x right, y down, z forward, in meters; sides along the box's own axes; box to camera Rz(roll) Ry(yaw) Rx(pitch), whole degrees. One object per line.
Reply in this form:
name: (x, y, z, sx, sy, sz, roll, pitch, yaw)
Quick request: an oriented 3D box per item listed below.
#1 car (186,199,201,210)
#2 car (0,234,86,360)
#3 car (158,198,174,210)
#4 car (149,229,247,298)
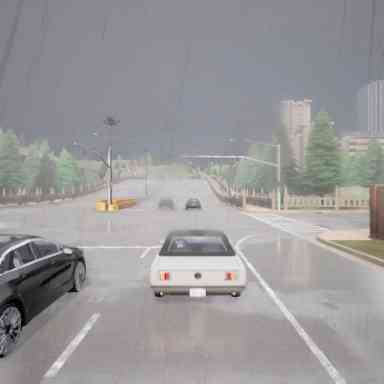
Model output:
car: (0.184, 1.564, 43.891, 1.994, 1.385, 4.181, 0, 0, 0)
car: (-3.389, 1.492, 5.909, 2.128, 1.511, 4.902, 0, 0, 0)
car: (-3.318, 1.505, 43.751, 1.837, 1.490, 4.892, 0, 0, 0)
car: (0.115, 1.601, 8.471, 1.895, 1.301, 4.718, 0, 0, 0)
